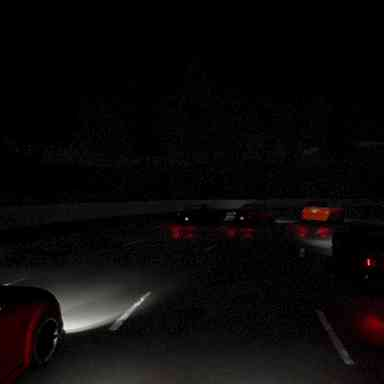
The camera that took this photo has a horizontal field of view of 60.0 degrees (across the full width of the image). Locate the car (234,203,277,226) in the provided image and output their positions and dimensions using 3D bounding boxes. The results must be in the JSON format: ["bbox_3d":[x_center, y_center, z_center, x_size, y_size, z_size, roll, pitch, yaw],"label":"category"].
[{"bbox_3d":[4.584,1.549,23.936,1.812,1.442,4.674,0,0,33],"label":"car"}]

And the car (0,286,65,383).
[{"bbox_3d":[-2.931,1.544,3.109,1.994,1.385,4.181,0,0,5],"label":"car"}]

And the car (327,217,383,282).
[{"bbox_3d":[5.243,1.633,9.530,1.895,1.301,4.718,0,0,16],"label":"car"}]

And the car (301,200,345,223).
[{"bbox_3d":[10.077,1.412,25.358,2.097,1.767,4.553,1,0,39],"label":"car"}]

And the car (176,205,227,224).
[{"bbox_3d":[0.833,1.599,25.098,1.895,1.301,4.718,0,0,32],"label":"car"}]
